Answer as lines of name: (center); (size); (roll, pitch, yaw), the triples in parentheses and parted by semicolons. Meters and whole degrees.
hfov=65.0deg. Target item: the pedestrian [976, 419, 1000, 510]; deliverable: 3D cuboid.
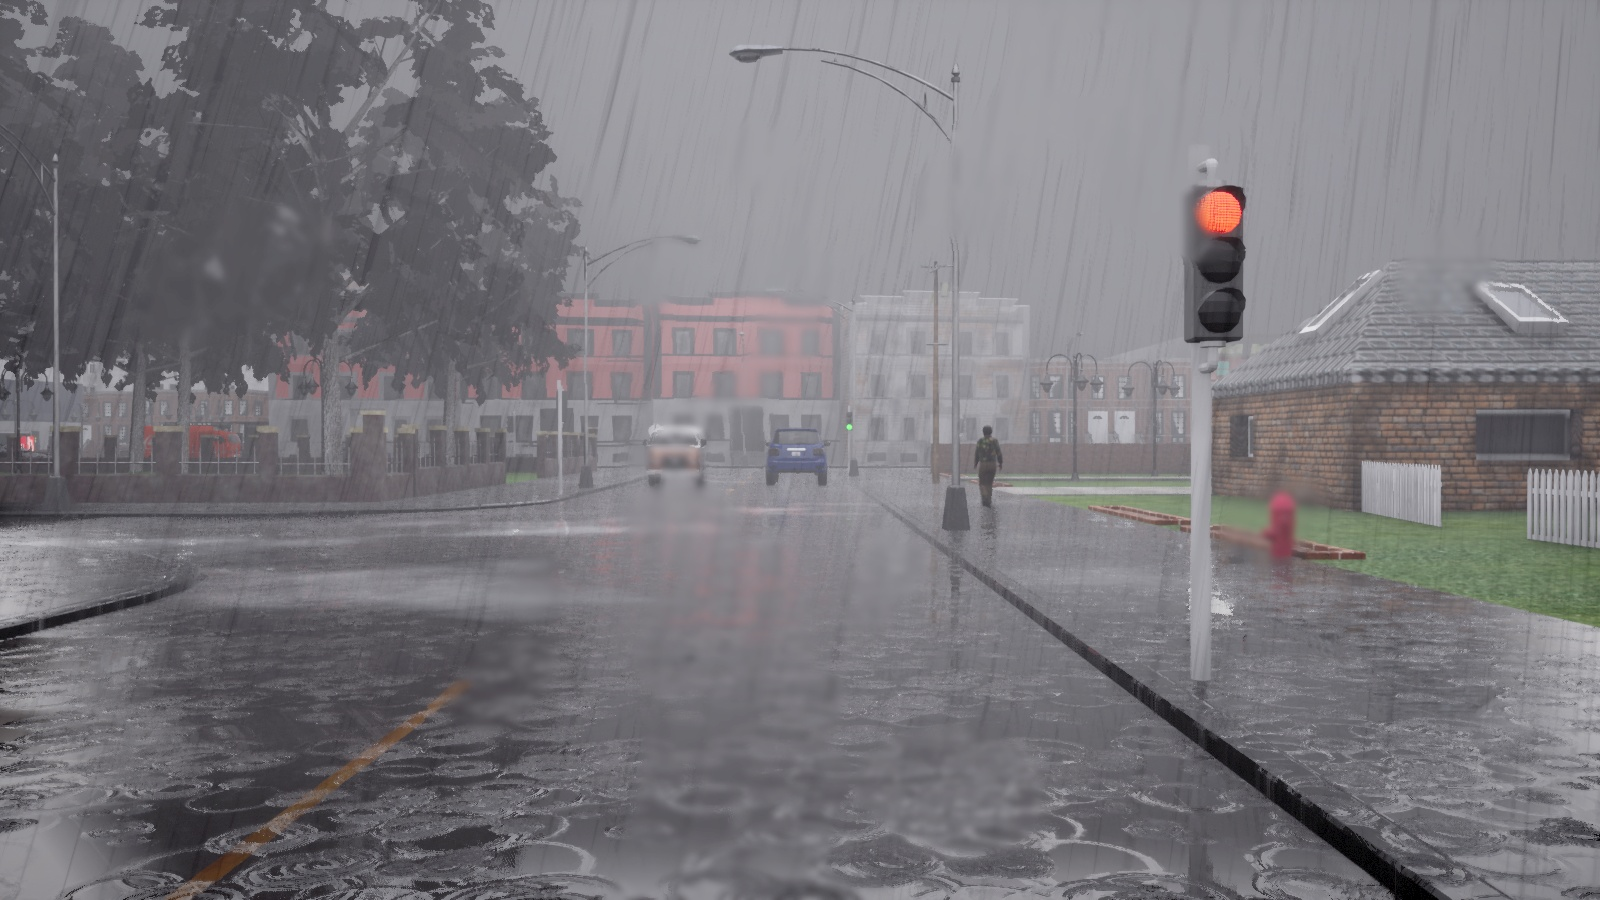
pedestrian: (4.015, 0.306, 26.868); (0.395, 1.930, 0.692); (0, 0, -1)

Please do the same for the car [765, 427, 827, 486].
car: (-0.093, 0.204, 46.248); (2.150, 2.045, 5.566); (0, 0, 1)

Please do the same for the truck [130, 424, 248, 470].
truck: (-33.391, -0.157, 68.773); (5.204, 2.467, 2.627); (0, 0, 0)

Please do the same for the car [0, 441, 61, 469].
car: (-43.552, 0.280, 68.744); (4.902, 1.511, 2.128); (0, 0, 0)

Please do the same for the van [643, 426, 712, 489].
van: (-4.137, 0.224, 42.958); (2.069, 2.038, 4.480); (0, 0, -2)
